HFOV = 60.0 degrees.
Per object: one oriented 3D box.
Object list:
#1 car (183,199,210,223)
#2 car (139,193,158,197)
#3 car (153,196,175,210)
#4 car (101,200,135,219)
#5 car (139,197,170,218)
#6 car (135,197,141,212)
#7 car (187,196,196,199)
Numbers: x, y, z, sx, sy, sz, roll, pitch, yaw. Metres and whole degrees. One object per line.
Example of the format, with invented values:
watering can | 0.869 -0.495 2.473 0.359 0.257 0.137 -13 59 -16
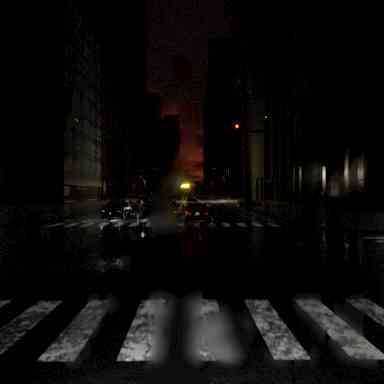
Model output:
car | 0.346 1.542 25.304 2.033 1.411 5.357 0 0 -1
car | -6.677 1.213 48.732 2.150 2.045 5.566 0 0 0
car | -3.423 1.518 40.132 1.812 1.442 4.674 0 0 0
car | -6.665 1.499 29.558 1.837 1.490 4.892 0 0 0
car | -3.400 1.472 30.851 1.882 1.535 5.008 0 0 0
car | -6.667 1.594 38.821 1.895 1.301 4.718 0 0 0
car | -0.077 1.550 70.904 1.994 1.385 4.181 0 0 0
